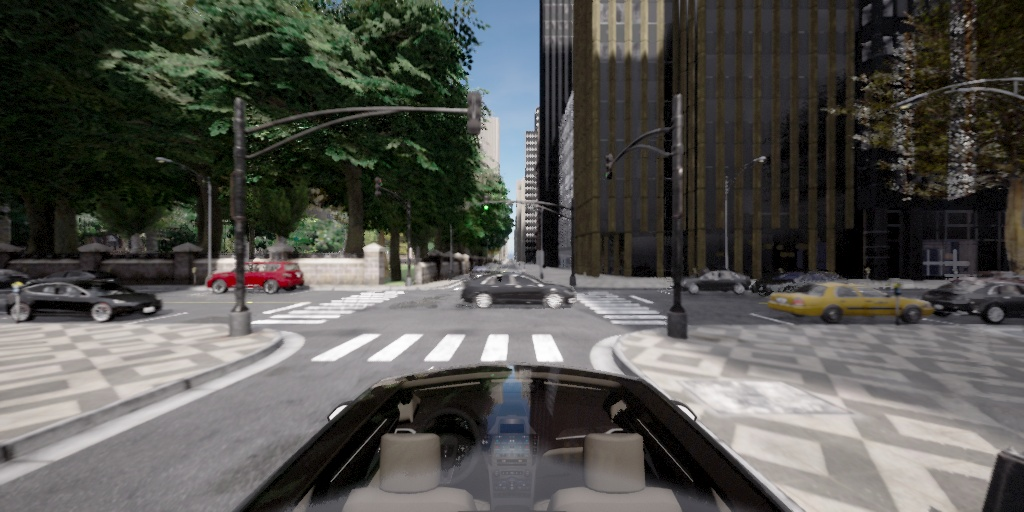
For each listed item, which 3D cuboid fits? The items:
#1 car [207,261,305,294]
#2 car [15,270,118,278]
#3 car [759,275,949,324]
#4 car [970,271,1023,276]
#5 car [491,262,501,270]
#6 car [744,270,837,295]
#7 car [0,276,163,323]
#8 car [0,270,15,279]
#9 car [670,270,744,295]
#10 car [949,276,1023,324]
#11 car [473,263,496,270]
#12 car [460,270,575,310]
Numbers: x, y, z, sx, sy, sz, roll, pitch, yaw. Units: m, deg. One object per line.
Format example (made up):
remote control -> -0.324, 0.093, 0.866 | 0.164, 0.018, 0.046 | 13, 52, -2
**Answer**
car -> -15.022, 1.244, 21.268 | 5.009, 1.841, 2.192 | 0, 0, 0
car -> -25.935, 1.493, 21.331 | 4.313, 1.339, 1.948 | 0, 0, 0
car -> 11.772, 1.520, 12.589 | 4.829, 1.417, 1.751 | 0, 0, 0
car -> 28.180, 1.552, 21.020 | 4.207, 1.307, 1.802 | 0, 0, 0
car -> -3.062, 1.840, 51.993 | 2.097, 1.767, 4.553 | 0, -1, 0
car -> 14.782, 1.531, 18.431 | 4.181, 1.385, 1.994 | 0, 0, 0
car -> -15.062, 1.539, 12.743 | 4.313, 1.339, 1.948 | 0, 0, 0
car -> -31.391, 1.477, 21.362 | 4.403, 1.370, 2.007 | 0, 0, 0
car -> 11.642, 1.501, 21.115 | 4.403, 1.370, 2.007 | 0, 0, 0
car -> 17.114, 1.551, 12.558 | 4.403, 1.370, 2.007 | 0, 0, 0
car -> -3.084, 1.725, 35.640 | 2.128, 1.511, 4.902 | 0, -1, 0
car -> 0.236, 1.475, 15.429 | 4.892, 1.490, 1.837 | 0, -1, 0
